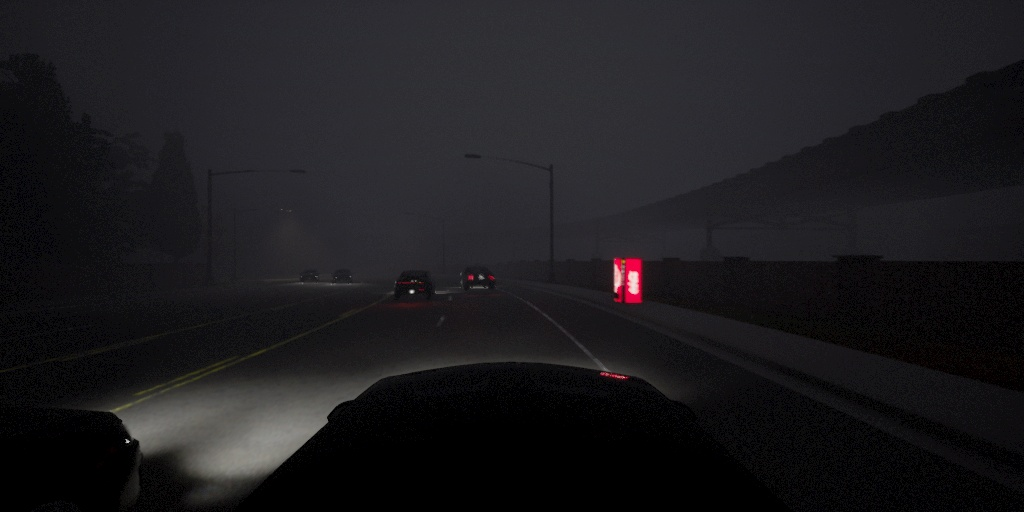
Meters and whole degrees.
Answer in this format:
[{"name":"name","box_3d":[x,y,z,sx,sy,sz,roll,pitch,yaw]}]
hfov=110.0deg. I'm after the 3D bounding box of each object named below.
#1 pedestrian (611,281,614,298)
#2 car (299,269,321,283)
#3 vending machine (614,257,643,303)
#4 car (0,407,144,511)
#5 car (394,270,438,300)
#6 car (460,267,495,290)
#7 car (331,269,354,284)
[{"name":"pedestrian","box_3d":[4.842,1.016,16.450,0.375,1.860,0.375,-1,0,-8]},{"name":"car","box_3d":[-23.218,2.299,41.303,1.837,1.490,4.892,0,-2,-27]},{"name":"vending machine","box_3d":[4.983,1.051,15.454,1.100,2.100,0.880,0,0,-7]},{"name":"car","box_3d":[-3.533,1.269,0.481,1.837,1.490,4.892,0,0,0]},{"name":"car","box_3d":[-5.174,1.502,19.457,1.837,1.490,4.892,0,-1,-10]},{"name":"car","box_3d":[-2.340,1.440,23.730,2.033,1.411,5.357,0,-2,-12]},{"name":"car","box_3d":[-17.891,2.131,37.931,1.837,1.490,4.892,0,-2,-23]}]
